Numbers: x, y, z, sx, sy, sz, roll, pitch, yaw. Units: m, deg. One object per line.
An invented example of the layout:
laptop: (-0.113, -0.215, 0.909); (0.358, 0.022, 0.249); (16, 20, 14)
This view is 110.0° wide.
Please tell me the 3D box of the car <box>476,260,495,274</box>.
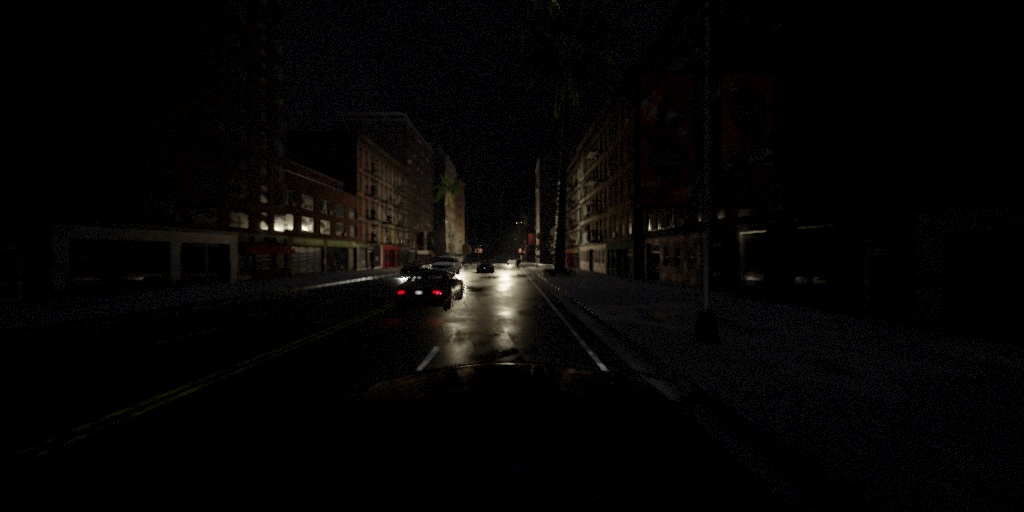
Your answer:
car: (-3.152, 1.377, 43.248); (1.994, 1.385, 4.181); (0, 0, 0)

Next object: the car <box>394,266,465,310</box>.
car: (-3.151, 1.297, 14.636); (2.033, 1.411, 5.357); (0, 0, 0)

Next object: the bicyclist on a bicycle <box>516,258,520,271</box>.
bicyclist on a bicycle: (0.891, 1.217, 50.352); (0.659, 1.776, 1.843); (0, 0, 0)

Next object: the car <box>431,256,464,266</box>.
car: (-6.594, 1.010, 35.947); (2.150, 2.045, 5.566); (0, 0, 0)

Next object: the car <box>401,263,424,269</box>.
car: (-9.840, 1.351, 36.102); (1.994, 1.385, 4.181); (0, 0, 0)
